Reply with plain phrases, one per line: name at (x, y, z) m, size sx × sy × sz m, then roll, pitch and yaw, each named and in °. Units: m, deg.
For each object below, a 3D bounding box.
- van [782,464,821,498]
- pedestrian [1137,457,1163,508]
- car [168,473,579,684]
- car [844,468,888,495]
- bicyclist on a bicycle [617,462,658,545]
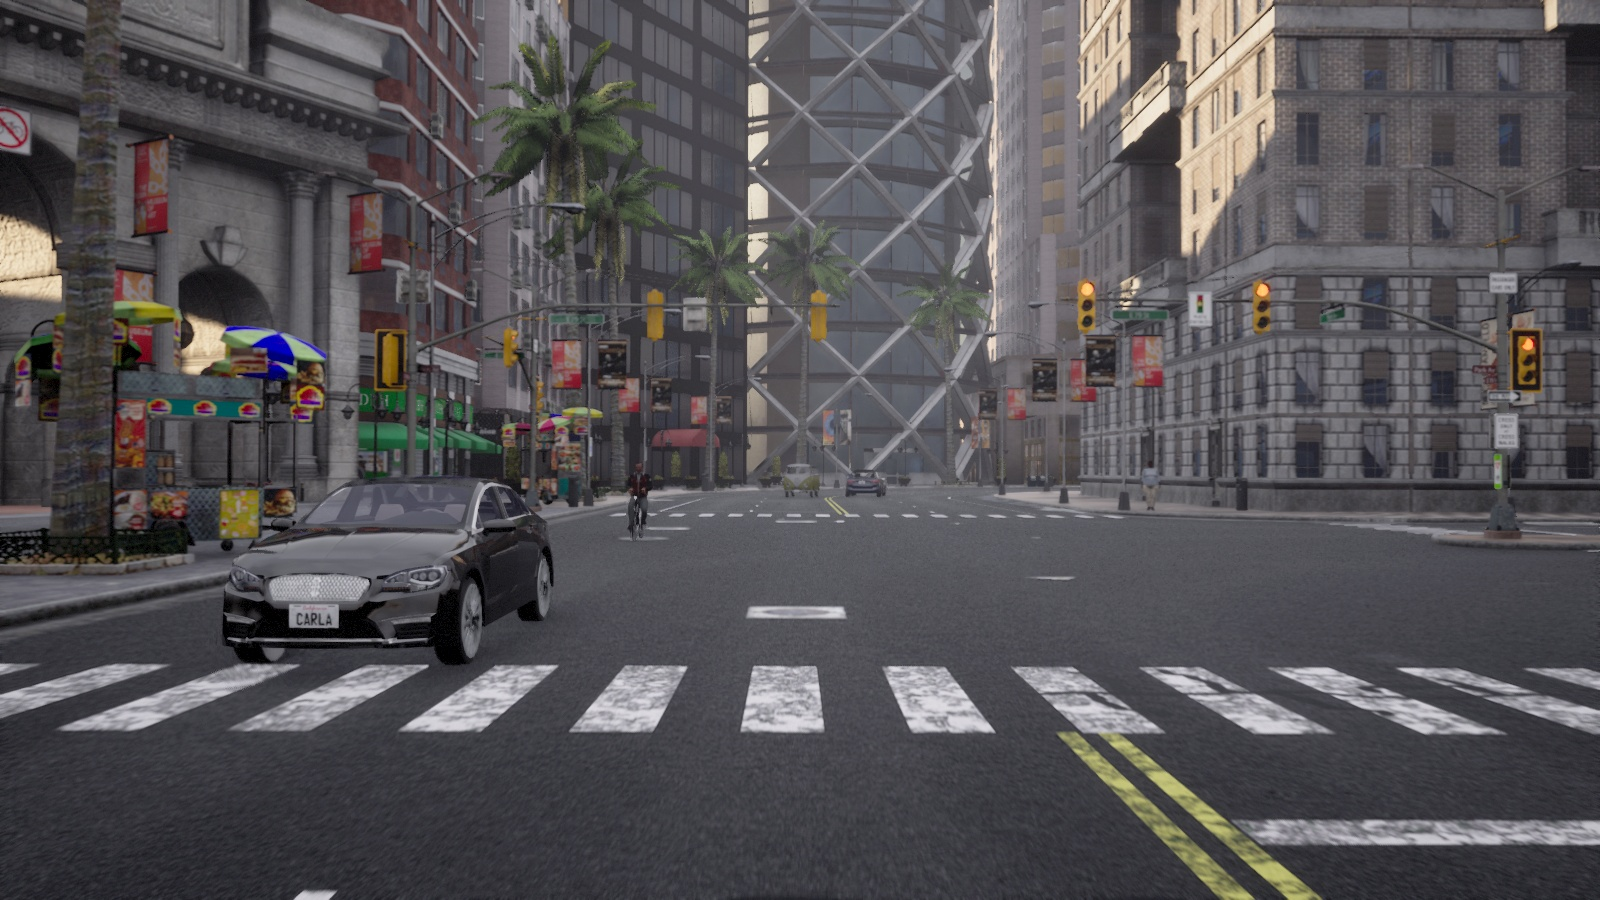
van at (0.109, 1.817, 74.643) m, size 1.775 × 1.987 × 4.442 m, roll 0°, pitch -1°, yaw 7°
pedestrian at (13.030, 1.201, 46.707) m, size 0.874 × 1.855 × 0.900 m, roll 0°, pitch -1°, yaw 13°
car at (-3.531, 0.979, 11.578) m, size 2.128 × 1.511 × 4.902 m, roll 0°, pitch -1°, yaw 0°
car at (4.171, 1.954, 78.378) m, size 2.242 × 1.667 × 4.611 m, roll 0°, pitch -1°, yaw 9°
bicyclist on a bicycle at (-3.574, 1.164, 27.732) m, size 0.659 × 1.776 × 1.843 m, roll 0°, pitch -1°, yaw 0°
